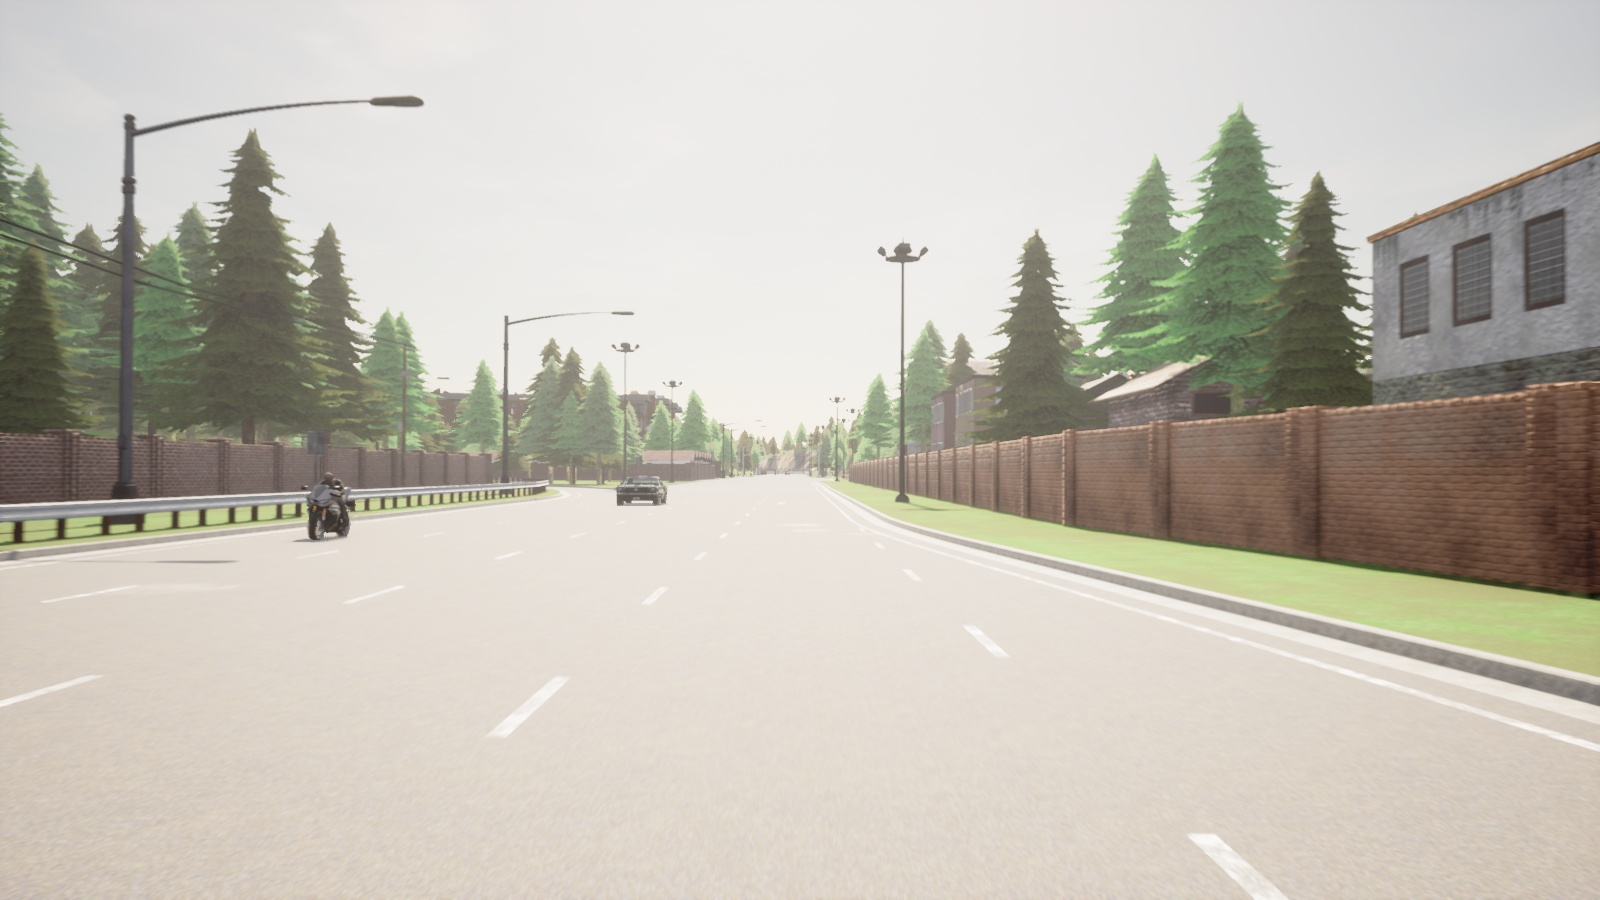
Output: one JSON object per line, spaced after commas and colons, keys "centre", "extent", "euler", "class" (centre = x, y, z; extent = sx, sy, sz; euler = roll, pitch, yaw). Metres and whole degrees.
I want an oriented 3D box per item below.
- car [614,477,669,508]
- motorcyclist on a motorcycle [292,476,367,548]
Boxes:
{"centre": [-7.138, 1.895, 56.983], "extent": [1.895, 1.301, 4.718], "euler": [0, -1, 0], "class": "car"}
{"centre": [-10.569, 1.364, 28.300], "extent": [0.866, 1.530, 2.191], "euler": [0, -1, 0], "class": "motorcyclist on a motorcycle"}
